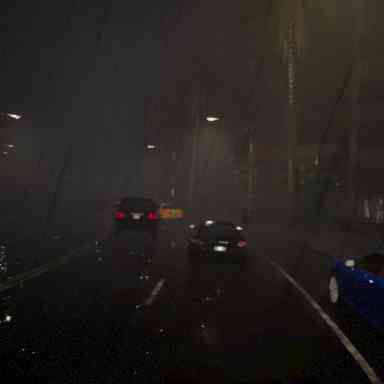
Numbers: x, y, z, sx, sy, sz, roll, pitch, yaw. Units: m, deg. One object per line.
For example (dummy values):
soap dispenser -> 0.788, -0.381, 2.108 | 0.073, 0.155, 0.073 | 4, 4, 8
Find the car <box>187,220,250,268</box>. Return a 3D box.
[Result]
car -> 0.854, 1.709, 12.067 | 1.994, 1.385, 4.181 | 2, -1, 0

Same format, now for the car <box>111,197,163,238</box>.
car -> -3.010, 1.294, 18.441 | 2.150, 2.045, 5.566 | 2, -1, -8

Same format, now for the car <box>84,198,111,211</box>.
car -> -11.650, 1.457, 39.971 | 1.882, 1.535, 5.008 | 2, -1, -30

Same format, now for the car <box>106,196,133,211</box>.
car -> -9.483, 1.437, 43.151 | 2.097, 1.767, 4.553 | 2, -1, -30

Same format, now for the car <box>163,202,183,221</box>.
car -> -2.340, 1.654, 28.996 | 1.801, 1.575, 5.366 | 2, 0, -20

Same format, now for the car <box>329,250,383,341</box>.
car -> 3.760, 1.659, 5.372 | 1.882, 1.535, 5.008 | 2, -1, 6
